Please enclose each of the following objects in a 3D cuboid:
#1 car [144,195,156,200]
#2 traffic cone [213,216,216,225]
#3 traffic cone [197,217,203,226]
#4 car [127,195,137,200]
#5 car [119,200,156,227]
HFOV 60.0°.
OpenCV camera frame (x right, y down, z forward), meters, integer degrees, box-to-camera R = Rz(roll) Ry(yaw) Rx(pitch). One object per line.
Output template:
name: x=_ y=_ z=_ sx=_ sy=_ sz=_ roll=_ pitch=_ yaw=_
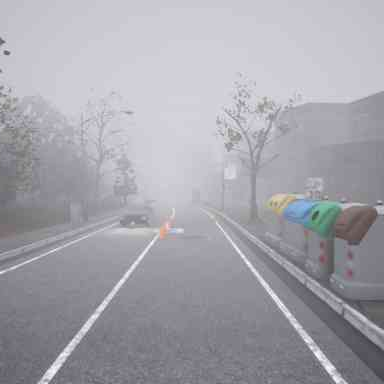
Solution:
car: x=-8.061 y=1.440 z=63.961 sx=1.882 sy=1.535 sz=5.008 roll=-1 pitch=0 yaw=-14
traffic cone: x=1.493 y=1.913 z=22.085 sx=0.340 sy=0.580 sz=0.340 roll=0 pitch=0 yaw=6
traffic cone: x=0.526 y=1.913 z=21.955 sx=0.340 sy=0.580 sz=0.340 roll=0 pitch=0 yaw=0
car: x=-15.674 y=1.584 z=86.154 sx=1.837 sy=1.490 sz=4.892 roll=-3 pitch=0 yaw=-24
car: x=-3.591 y=1.504 z=22.854 sx=2.033 sy=1.411 sz=5.357 roll=0 pitch=0 yaw=0
